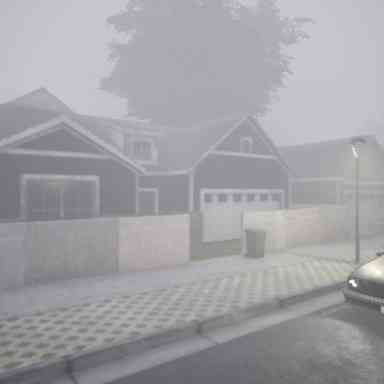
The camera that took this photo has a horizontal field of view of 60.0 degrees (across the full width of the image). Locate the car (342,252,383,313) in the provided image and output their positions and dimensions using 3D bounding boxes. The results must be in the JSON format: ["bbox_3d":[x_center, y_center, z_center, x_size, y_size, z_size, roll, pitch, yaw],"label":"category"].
[{"bbox_3d":[5.390,1.554,6.925,5.357,1.411,2.033,0,0,-35],"label":"car"}]
